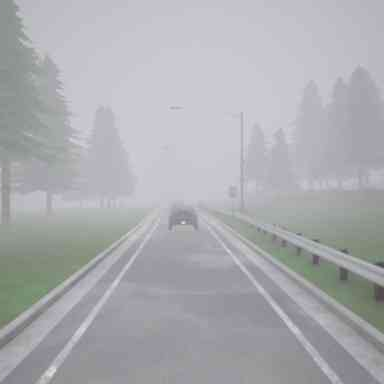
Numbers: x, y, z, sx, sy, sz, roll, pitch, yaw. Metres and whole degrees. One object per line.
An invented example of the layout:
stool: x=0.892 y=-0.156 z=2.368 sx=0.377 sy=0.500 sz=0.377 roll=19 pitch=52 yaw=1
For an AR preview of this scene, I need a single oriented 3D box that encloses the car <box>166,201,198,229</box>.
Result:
car: x=-0.631 y=1.583 z=22.259 sx=1.837 sy=1.490 sz=4.892 roll=0 pitch=0 yaw=-3
